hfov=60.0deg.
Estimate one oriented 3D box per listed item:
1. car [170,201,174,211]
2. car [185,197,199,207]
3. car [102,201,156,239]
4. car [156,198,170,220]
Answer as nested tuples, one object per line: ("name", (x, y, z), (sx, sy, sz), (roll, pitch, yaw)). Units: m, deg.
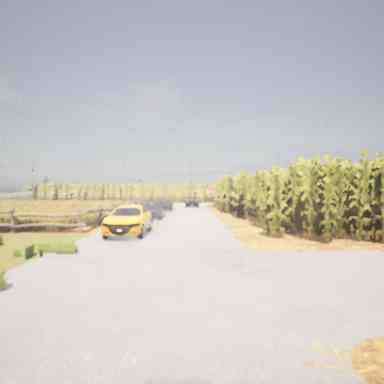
("car", (-3.143, 1.412, 37.497), (1.994, 1.385, 4.181), (0, 0, 0))
("car", (0.034, 1.414, 46.356), (1.895, 1.301, 4.718), (0, 0, 0))
("car", (-3.188, 1.408, 17.066), (1.882, 1.535, 5.008), (0, 0, 0))
("car", (-3.181, 1.438, 27.098), (2.033, 1.411, 5.357), (0, 0, 0))
